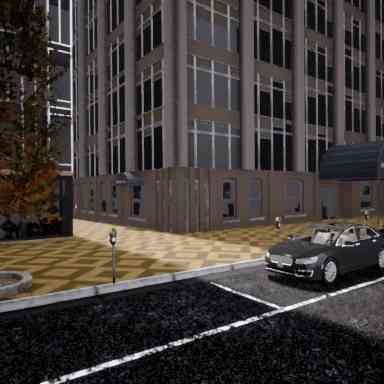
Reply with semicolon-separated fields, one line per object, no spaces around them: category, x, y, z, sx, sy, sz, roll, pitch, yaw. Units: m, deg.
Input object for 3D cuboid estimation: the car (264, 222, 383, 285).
car;3.918;1.549;9.360;4.403;1.369;2.008;0;-1;-35
